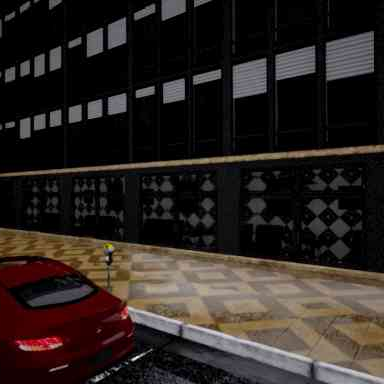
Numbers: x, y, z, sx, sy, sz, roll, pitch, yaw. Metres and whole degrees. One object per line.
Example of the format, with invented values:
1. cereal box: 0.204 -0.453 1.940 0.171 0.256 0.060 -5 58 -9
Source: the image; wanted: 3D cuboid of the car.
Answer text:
1. car: -2.644 1.582 4.713 4.206 1.307 1.802 0 0 35
